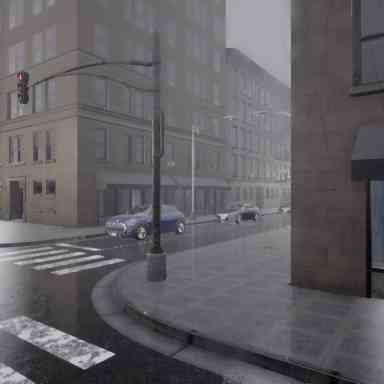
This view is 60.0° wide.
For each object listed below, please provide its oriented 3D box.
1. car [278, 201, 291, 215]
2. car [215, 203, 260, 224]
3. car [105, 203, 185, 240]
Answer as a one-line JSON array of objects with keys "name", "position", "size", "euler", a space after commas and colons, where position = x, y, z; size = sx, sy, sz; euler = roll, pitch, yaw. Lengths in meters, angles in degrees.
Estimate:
[{"name": "car", "position": [11.026, 1.696, 36.323], "size": [2.128, 1.511, 4.902], "euler": [0, 0, 36]}, {"name": "car", "position": [3.652, 1.629, 25.973], "size": [2.128, 1.511, 4.902], "euler": [0, 0, 36]}, {"name": "car", "position": [-2.365, 1.432, 17.561], "size": [2.097, 1.767, 4.553], "euler": [0, 0, 36]}]
